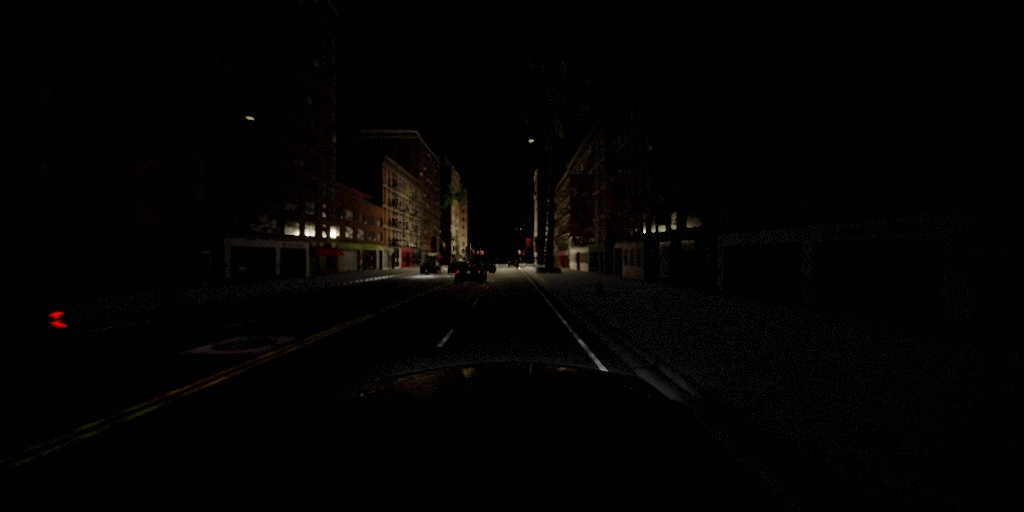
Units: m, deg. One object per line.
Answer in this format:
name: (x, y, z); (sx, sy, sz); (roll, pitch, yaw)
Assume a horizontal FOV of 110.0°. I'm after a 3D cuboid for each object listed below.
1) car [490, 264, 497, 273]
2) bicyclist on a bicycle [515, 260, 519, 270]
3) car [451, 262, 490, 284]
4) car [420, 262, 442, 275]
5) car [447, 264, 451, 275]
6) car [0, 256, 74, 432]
car: (-3.151, 1.567, 48.114); (1.994, 1.385, 4.181); (0, 0, 0)
bicyclist on a bicycle: (0.883, 1.533, 58.743); (0.866, 1.612, 1.509); (0, -1, 0)
car: (-3.151, 1.222, 28.213); (2.097, 1.767, 4.553); (0, 0, 0)
car: (-9.835, 1.460, 43.588); (2.128, 1.511, 4.902); (0, 0, 0)
car: (-6.585, 1.444, 43.331); (1.882, 1.535, 5.008); (0, 0, 0)
car: (-6.601, 0.973, 2.115); (2.150, 2.045, 5.566); (0, 0, 0)
